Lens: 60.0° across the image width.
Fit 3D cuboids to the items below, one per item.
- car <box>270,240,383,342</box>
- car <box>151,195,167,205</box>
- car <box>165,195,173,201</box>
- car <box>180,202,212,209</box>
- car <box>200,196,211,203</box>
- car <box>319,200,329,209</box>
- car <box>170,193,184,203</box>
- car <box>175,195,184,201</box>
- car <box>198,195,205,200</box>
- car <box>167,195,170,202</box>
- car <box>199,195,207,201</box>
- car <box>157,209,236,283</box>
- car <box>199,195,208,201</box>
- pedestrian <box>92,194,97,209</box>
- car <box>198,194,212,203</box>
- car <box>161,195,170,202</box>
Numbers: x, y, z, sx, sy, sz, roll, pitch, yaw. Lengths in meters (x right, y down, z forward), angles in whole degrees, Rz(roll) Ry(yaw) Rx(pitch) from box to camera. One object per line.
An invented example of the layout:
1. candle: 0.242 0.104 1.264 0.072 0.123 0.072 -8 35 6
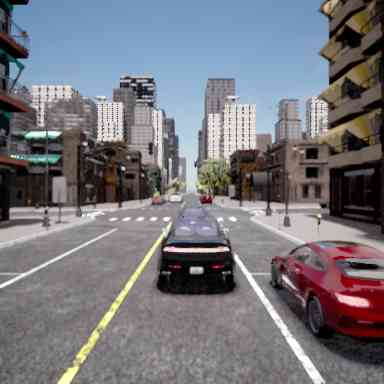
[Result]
1. car: 2.691 1.568 6.287 1.802 1.307 4.206 0 0 0
2. car: -5.788 1.455 55.515 1.887 1.381 4.507 0 0 0
3. car: -5.705 1.475 83.139 1.802 1.307 4.206 0 0 0
4. car: 0.098 1.526 19.461 1.994 1.385 4.181 0 0 0
5. car: 2.678 1.468 66.564 1.947 1.339 4.313 0 0 0
6. car: 17.481 1.285 39.840 4.313 1.339 1.947 -1 1 0
7. car: -3.033 1.125 64.231 2.150 2.045 5.566 0 0 0
8. car: -3.015 1.447 79.737 1.994 1.385 4.181 0 0 0
9. car: 2.673 1.475 94.190 1.802 1.307 4.206 0 0 0
10. car: -5.701 1.472 61.037 1.947 1.339 4.313 0 0 0
11. car: 2.675 1.445 83.141 2.008 1.369 4.403 0 0 0
12. car: 0.099 1.471 9.564 2.128 1.511 4.902 0 0 0
13. car: 2.676 1.462 77.615 1.947 1.339 4.313 0 0 0
14. pedestrian: -12.520 1.210 42.771 0.375 1.860 0.375 0 1 0
15. car: 2.680 1.222 61.038 2.192 1.841 5.009 0 0 0
16. car: -5.703 1.424 71.918 1.752 1.417 4.829 0 0 0
